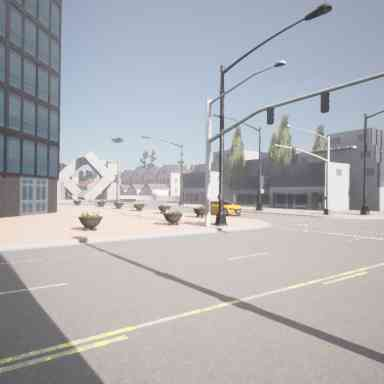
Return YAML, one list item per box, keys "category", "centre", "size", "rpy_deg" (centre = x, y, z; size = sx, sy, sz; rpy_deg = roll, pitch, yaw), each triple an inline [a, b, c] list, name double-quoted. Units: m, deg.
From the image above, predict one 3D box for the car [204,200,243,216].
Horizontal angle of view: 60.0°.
- category: "car"
  centre: [2.991, 1.564, 33.674]
  size: [1.882, 1.535, 5.008]
  rpy_deg: [1, -1, -35]
